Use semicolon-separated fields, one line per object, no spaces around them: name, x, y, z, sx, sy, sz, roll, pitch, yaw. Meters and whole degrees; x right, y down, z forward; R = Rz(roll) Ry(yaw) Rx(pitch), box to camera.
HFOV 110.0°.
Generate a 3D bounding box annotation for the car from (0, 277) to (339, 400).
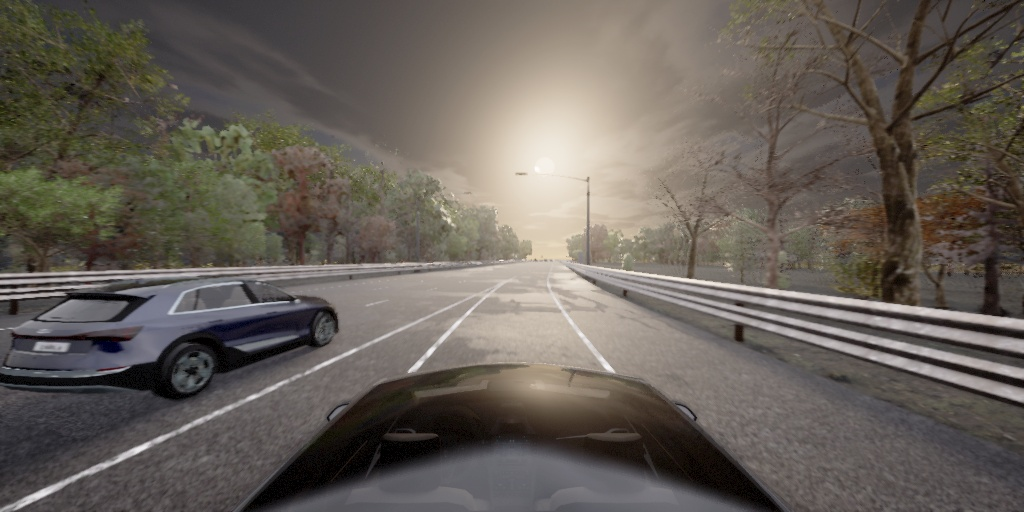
car;-5.247;1.172;6.532;2.033;1.649;4.856;0;0;7
